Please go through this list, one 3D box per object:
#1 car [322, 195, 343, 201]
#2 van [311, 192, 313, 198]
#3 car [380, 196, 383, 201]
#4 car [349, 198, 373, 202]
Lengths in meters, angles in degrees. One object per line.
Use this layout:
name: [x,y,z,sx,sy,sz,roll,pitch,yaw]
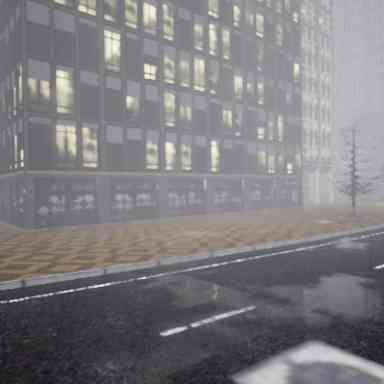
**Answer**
car: [29.364,1.188,69.386,1.947,1.339,4.313,-1,1,-40]
van: [28.450,0.731,83.505,1.690,1.788,3.998,-1,1,-40]
car: [36.655,1.253,60.663,1.947,1.339,4.313,-1,1,-40]
car: [32.993,1.237,65.013,1.802,1.307,4.206,-1,1,-40]
